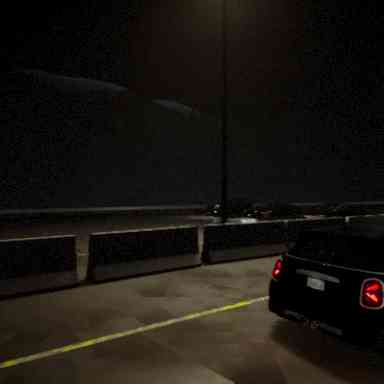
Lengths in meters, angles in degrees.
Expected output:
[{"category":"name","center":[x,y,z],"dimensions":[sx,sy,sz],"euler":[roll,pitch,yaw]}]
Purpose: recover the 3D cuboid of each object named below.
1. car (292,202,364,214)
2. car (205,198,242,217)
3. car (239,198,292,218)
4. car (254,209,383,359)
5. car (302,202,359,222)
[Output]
[{"category":"car","center":[9.331,1.468,21.826],"dimensions":[4.902,1.511,2.128],"euler":[0,0,-28]},{"category":"car","center":[3.459,1.310,30.557],"dimensions":[4.553,1.767,2.097],"euler":[0,0,-28]},{"category":"car","center":[7.068,1.512,28.593],"dimensions":[5.357,1.411,2.033],"euler":[0,0,-28]},{"category":"car","center":[3.558,1.346,5.981],"dimensions":[4.553,1.767,2.097],"euler":[0,0,-34]},{"category":"car","center":[11.091,1.535,26.691],"dimensions":[4.181,1.385,1.994],"euler":[0,0,-27]}]
